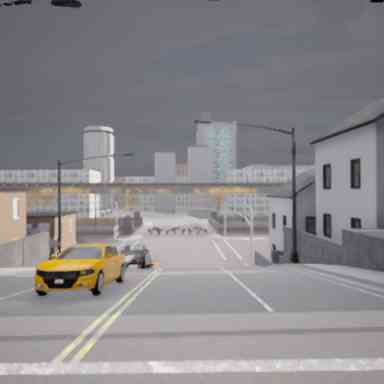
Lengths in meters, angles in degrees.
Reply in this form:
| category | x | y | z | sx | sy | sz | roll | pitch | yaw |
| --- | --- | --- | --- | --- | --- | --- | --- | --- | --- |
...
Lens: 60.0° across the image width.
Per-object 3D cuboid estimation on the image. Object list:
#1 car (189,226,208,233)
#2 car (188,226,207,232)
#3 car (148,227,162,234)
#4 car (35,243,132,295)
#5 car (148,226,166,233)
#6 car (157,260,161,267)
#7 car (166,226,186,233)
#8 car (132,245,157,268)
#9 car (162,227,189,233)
| category | x | y | z | sx | sy | sz | roll | pitch | yaw |
| --- | --- | --- | --- | --- | --- | --- | --- | --- | --- |
| car | 1.394 | 9.275 | 82.100 | 4.974 | 1.542 | 2.038 | 0 | 0 | 28 |
| car | 1.346 | 9.117 | 82.124 | 4.536 | 1.218 | 1.853 | 0 | 0 | 28 |
| car | -8.570 | 9.354 | 81.176 | 4.974 | 1.542 | 2.038 | 0 | 0 | 43 |
| car | -3.657 | 2.567 | 11.726 | 1.882 | 1.535 | 5.008 | -1 | -8 | 1 |
| car | -8.610 | 9.197 | 81.210 | 4.536 | 1.218 | 1.853 | 0 | 0 | 43 |
| car | -3.989 | 7.224 | 32.012 | 1.882 | 1.535 | 5.008 | -1 | -21 | 0 |
| car | -3.923 | 9.160 | 81.275 | 4.536 | 1.218 | 1.853 | -1 | 0 | -37 |
| car | -3.762 | 4.243 | 21.952 | 2.128 | 1.511 | 4.902 | 0 | -13 | -1 |
| car | -3.963 | 9.318 | 81.244 | 4.974 | 1.542 | 2.038 | -1 | 0 | -37 |
